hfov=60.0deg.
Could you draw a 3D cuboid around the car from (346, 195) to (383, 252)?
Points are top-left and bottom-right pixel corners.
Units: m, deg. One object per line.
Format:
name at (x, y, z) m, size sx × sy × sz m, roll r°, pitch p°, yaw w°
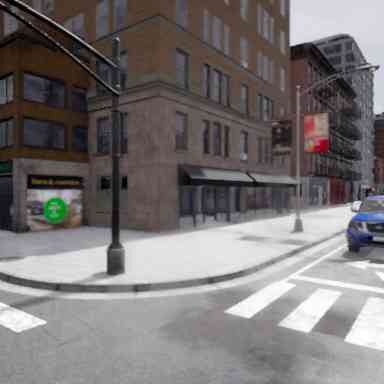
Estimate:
car at (7.658, 1.150, 12.945) m, size 2.150 × 2.045 × 5.566 m, roll 0°, pitch 0°, yaw 37°
